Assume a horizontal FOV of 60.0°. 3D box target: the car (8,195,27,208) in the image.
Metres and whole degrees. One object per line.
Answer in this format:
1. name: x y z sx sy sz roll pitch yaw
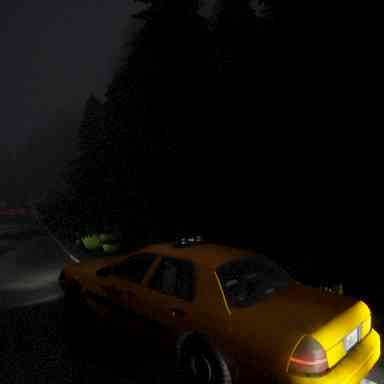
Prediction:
1. car: -21.017 1.057 40.138 2.128 1.511 4.902 -2 2 -26

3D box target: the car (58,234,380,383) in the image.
1. car: -0.241 1.417 5.102 5.366 1.575 1.801 1 1 45
